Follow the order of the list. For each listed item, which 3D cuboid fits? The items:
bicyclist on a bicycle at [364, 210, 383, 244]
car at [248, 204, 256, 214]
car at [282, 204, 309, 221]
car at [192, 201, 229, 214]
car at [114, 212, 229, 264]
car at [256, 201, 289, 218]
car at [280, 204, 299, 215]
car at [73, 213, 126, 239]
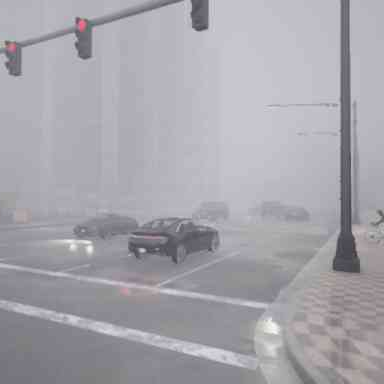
[{"bbox_3d":[8.996,1.671,15.574,1.656,1.620,0.582,-1,-1,27],"label":"bicyclist on a bicycle"},{"bbox_3d":[9.587,2.450,48.082,1.895,1.301,4.718,0,-1,27],"label":"car"},{"bbox_3d":[11.590,2.381,36.480,1.994,1.385,4.181,0,-1,27],"label":"car"},{"bbox_3d":[1.969,1.928,33.529,2.150,2.045,5.566,0,-1,27],"label":"car"},{"bbox_3d":[-0.528,1.769,13.178,2.128,1.511,4.902,0,-1,28],"label":"car"},{"bbox_3d":[10.224,2.138,41.590,2.150,2.045,5.566,0,-1,28],"label":"car"},{"bbox_3d":[15.003,2.638,50.944,1.837,1.490,4.892,0,-1,27],"label":"car"},{"bbox_3d":[-5.048,1.961,19.938,1.994,1.385,4.181,0,-1,27],"label":"car"}]
